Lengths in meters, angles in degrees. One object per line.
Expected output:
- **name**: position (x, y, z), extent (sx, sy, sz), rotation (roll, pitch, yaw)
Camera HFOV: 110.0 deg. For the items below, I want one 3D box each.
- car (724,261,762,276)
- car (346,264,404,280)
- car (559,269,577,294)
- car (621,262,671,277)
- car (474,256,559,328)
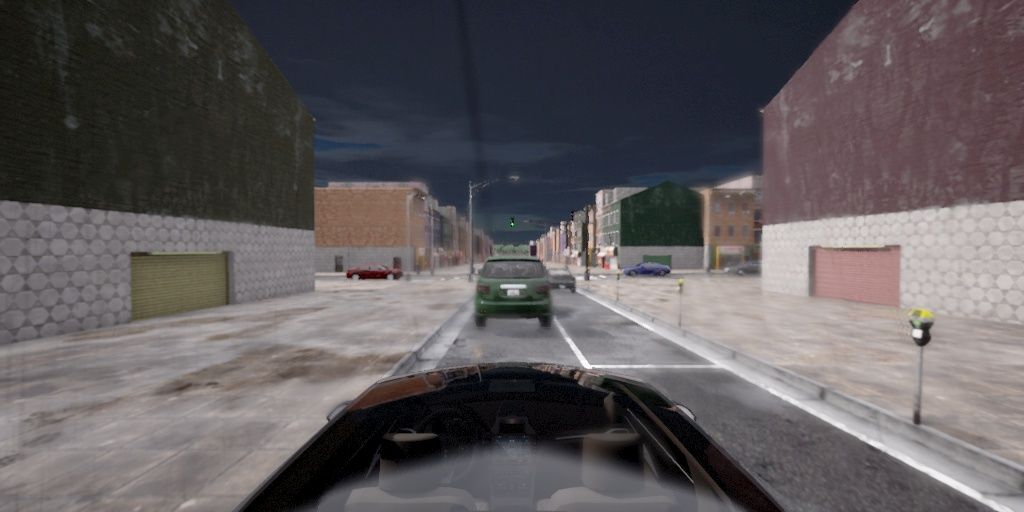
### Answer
- **car**: position (23.651, 1.214, 35.480), extent (4.902, 1.511, 2.128), rotation (0, 1, 0)
- **car**: position (-12.355, 1.455, 32.519), extent (5.008, 1.535, 1.882), rotation (0, 1, -1)
- **car**: position (2.621, 1.368, 20.569), extent (2.007, 1.370, 4.403), rotation (0, 0, 0)
- **car**: position (13.244, 1.290, 35.496), extent (4.674, 1.442, 1.812), rotation (0, 1, 1)
- **car**: position (0.051, 1.009, 11.696), extent (2.150, 2.045, 5.566), rotation (0, 0, 0)
